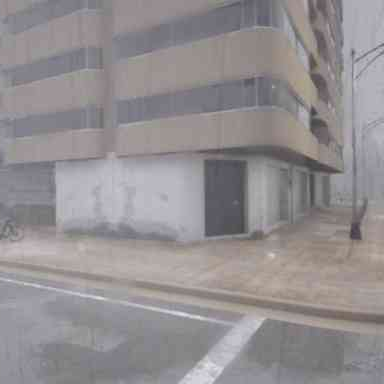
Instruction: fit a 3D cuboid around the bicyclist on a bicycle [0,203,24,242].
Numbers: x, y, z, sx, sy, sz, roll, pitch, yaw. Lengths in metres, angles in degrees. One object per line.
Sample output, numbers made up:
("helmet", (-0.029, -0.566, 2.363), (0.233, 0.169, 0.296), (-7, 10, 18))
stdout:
("bicyclist on a bicycle", (-7.437, 1.247, 13.221), (0.582, 1.620, 1.656), (0, 0, 29))
